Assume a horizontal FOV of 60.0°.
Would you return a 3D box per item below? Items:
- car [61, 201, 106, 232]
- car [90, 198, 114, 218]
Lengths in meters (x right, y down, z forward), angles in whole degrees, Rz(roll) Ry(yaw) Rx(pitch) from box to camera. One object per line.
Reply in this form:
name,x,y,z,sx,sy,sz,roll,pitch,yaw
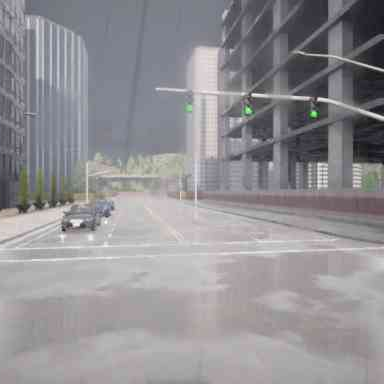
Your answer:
car,-6.785,1.532,20.640,2.128,1.511,4.902,0,0,-10
car,-8.624,1.399,30.558,2.097,1.767,4.553,0,0,-10
